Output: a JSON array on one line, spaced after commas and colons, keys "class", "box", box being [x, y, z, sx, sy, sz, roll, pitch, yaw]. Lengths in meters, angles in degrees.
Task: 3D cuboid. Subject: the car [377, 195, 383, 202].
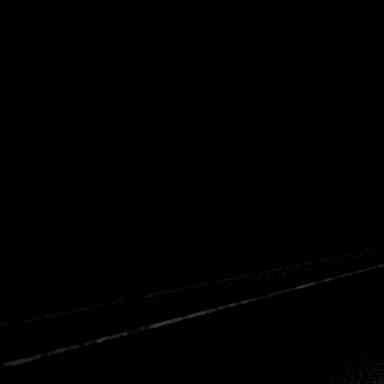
[{"class": "car", "box": [32.934, 1.296, 58.433, 2.128, 1.511, 4.902, 1, 1, -12]}]
